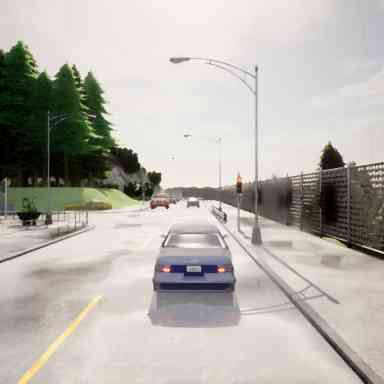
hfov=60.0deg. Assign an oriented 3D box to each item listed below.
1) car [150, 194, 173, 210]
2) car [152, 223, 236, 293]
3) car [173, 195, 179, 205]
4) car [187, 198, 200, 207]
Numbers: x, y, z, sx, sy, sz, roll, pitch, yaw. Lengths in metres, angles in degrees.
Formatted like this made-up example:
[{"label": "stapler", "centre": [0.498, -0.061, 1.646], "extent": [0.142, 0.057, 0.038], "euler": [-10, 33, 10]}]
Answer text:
[{"label": "car", "centre": [-4.061, 1.221, 43.529], "extent": [2.150, 2.045, 5.566], "euler": [0, 0, 1]}, {"label": "car", "centre": [0.061, 1.547, 9.001], "extent": [2.033, 1.411, 5.357], "euler": [0, 0, 1]}, {"label": "car", "centre": [-3.983, 1.352, 59.437], "extent": [2.097, 1.767, 4.553], "euler": [0, 0, 0]}, {"label": "car", "centre": [0.180, 1.547, 49.978], "extent": [2.033, 1.411, 5.357], "euler": [0, 0, 0]}]
